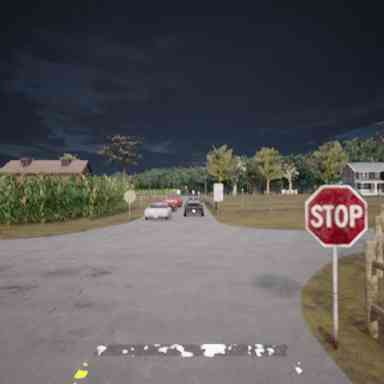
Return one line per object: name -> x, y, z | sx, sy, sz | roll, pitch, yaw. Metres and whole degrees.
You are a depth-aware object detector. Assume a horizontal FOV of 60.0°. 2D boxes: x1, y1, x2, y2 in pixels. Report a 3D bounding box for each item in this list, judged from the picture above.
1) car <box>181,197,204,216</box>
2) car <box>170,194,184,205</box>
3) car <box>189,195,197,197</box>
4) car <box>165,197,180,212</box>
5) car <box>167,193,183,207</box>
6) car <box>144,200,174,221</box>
car -> 0.184, 1.499, 33.151 | 1.837, 1.490, 4.892 | 0, 0, 0
car -> -2.606, 1.338, 58.260 | 2.097, 1.767, 4.553 | 0, 0, 1
car -> 0.254, 1.335, 61.806 | 2.097, 1.767, 4.553 | 0, 0, 0
car -> -2.738, 1.593, 38.354 | 1.895, 1.301, 4.718 | 0, 0, 0
car -> -2.697, 1.209, 48.319 | 2.150, 2.045, 5.566 | 0, 0, 0
car -> -2.778, 1.598, 27.657 | 1.895, 1.301, 4.718 | 0, 0, 0
